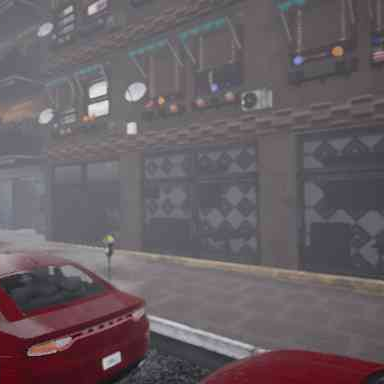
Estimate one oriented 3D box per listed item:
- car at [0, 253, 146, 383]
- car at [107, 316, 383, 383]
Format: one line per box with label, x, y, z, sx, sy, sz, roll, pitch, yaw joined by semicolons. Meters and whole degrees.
car;-2.609;1.529;4.606;4.507;1.381;1.887;0;-1;36
car;1.893;1.548;1.394;4.507;1.381;1.887;0;-1;36
